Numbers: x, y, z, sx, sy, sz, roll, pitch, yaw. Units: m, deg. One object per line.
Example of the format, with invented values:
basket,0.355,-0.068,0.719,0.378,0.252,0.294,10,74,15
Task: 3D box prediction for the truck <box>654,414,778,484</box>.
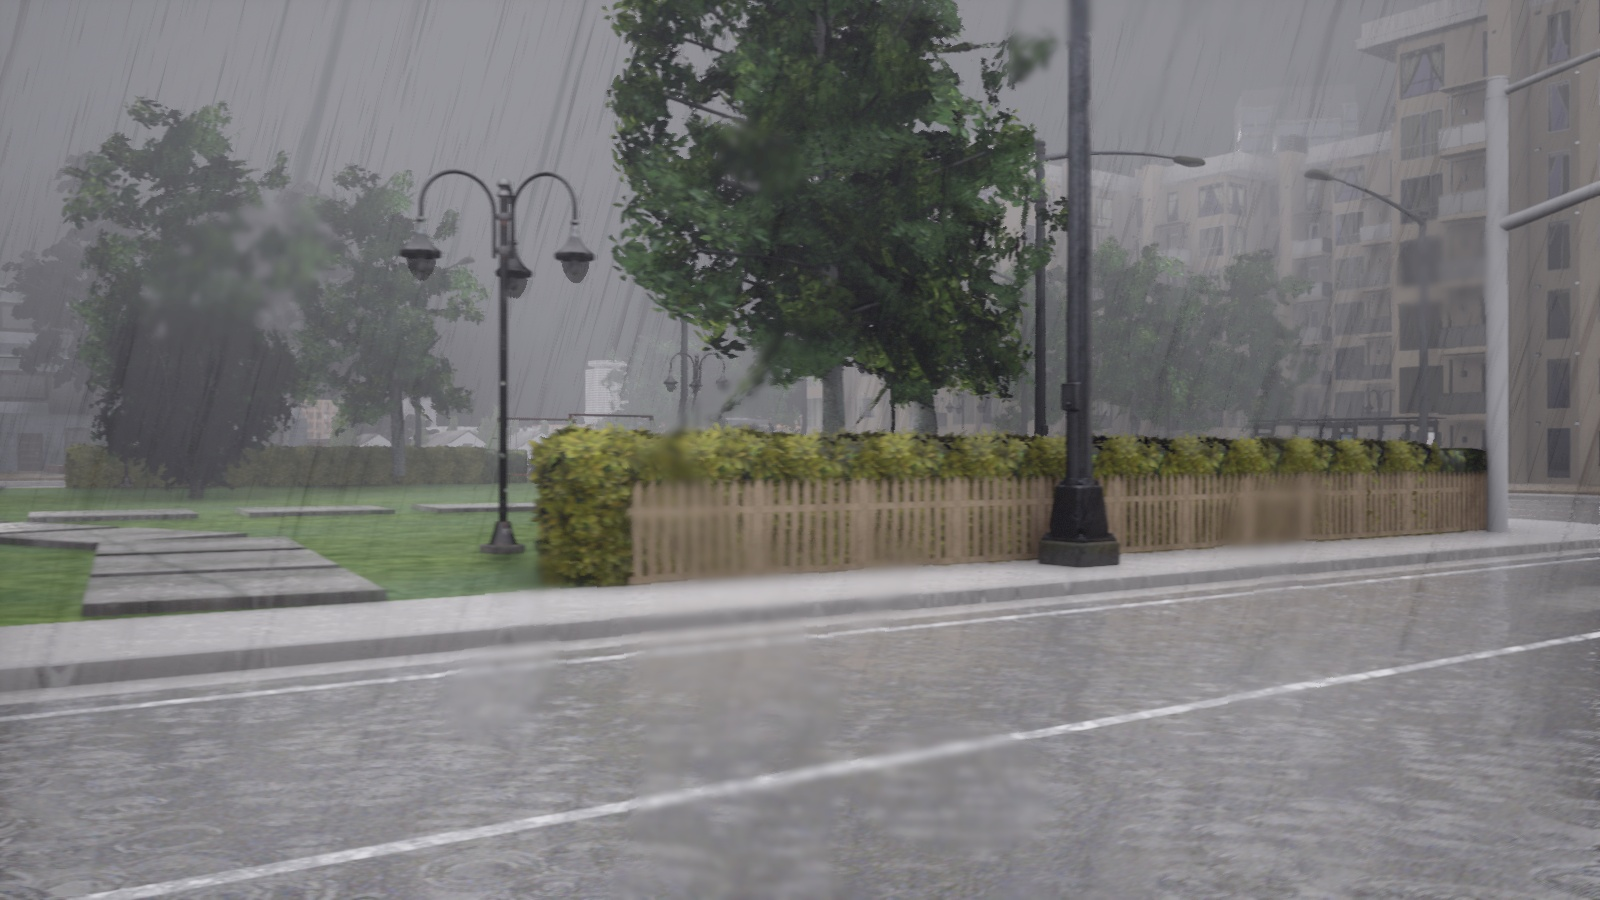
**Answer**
truck,-4.541,-0.004,66.017,2.891,3.462,7.936,0,-1,-34
